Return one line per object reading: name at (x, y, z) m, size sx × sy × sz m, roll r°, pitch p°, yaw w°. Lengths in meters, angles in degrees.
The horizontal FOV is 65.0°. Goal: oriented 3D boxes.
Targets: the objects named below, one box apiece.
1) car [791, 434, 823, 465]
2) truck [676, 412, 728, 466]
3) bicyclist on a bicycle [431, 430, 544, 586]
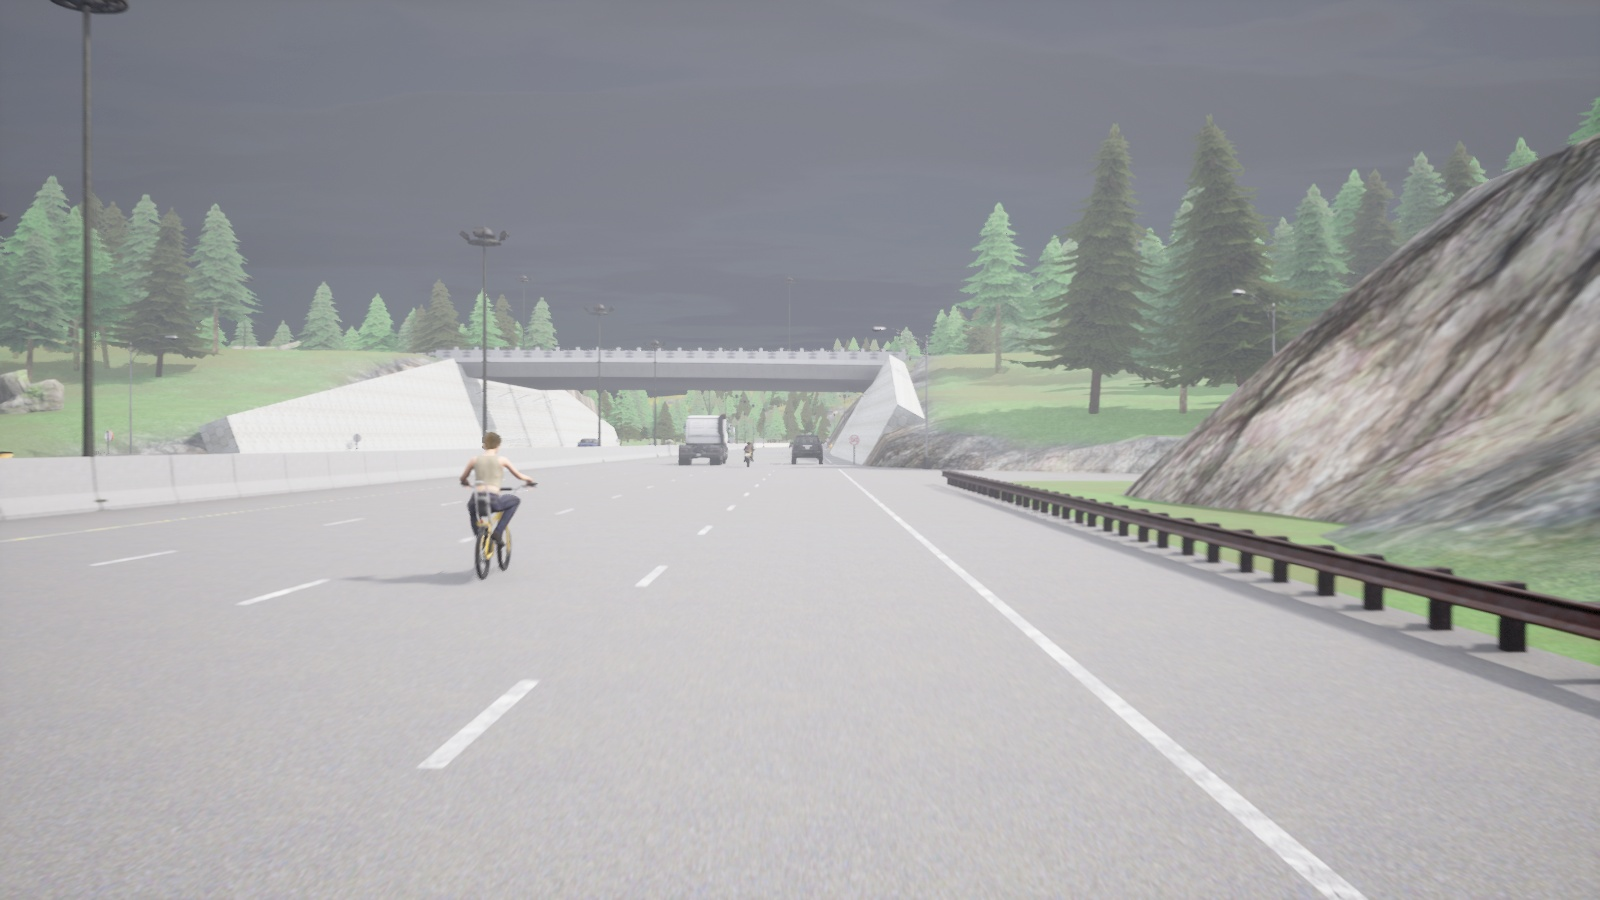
car at (0.506, -0.048, 86.640) m, size 2.150 × 2.045 × 5.566 m, roll 0°, pitch 1°, yaw 0°
truck at (-6.505, -0.743, 84.468) m, size 2.891 × 3.462 × 7.936 m, roll 0°, pitch 0°, yaw 0°
bicyclist on a bicycle at (-3.402, 0.598, 13.793) m, size 0.866 × 1.612 × 1.509 m, roll 0°, pitch 0°, yaw 0°
